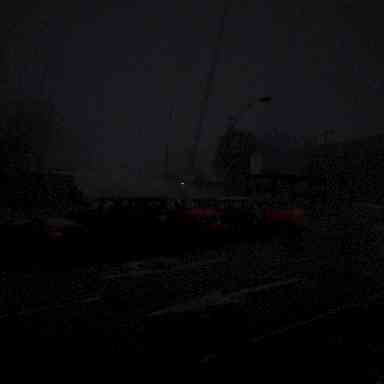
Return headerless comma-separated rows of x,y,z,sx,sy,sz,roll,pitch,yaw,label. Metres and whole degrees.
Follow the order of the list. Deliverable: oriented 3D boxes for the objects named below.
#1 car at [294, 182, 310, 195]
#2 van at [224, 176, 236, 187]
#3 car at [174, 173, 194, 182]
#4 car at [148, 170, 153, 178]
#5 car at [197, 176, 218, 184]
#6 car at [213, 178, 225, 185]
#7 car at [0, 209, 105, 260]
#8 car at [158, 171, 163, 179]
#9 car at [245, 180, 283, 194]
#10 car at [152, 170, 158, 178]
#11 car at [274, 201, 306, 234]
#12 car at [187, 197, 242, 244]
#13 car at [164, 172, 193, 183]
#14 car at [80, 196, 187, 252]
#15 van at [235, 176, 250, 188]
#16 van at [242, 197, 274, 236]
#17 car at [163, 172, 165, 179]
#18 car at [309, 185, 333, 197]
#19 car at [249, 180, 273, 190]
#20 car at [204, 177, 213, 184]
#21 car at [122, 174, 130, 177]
17.231,-0.588,50.345,2.435,2.045,5.566,7,3,35,car
8.487,-1.926,62.532,1.878,1.987,4.442,7,4,35,van
-1.820,-3.341,77.518,1.946,1.575,5.366,7,3,34,car
-9.002,-4.527,87.035,2.435,2.045,5.566,1,-1,34,car
3.312,-2.481,70.027,2.002,1.452,4.674,7,3,34,car
6.904,-1.976,65.258,1.946,1.575,5.366,7,3,35,car
-5.724,1.526,12.423,4.674,1.452,2.002,-1,0,35,car
-5.483,-4.015,82.230,2.185,1.767,4.553,6,3,33,car
9.960,-0.467,45.247,1.895,1.301,4.718,2,4,-36,car
-7.222,-4.250,84.694,2.185,1.767,4.553,4,1,33,car
4.141,1.340,19.339,4.553,1.767,2.185,-1,0,35,car
-0.796,1.224,15.902,5.566,2.045,2.435,-1,-1,35,car
-2.649,-2.542,62.820,2.128,1.511,4.902,2,4,-35,car
-3.303,1.230,14.189,5.566,2.045,2.435,-1,0,35,car
10.225,-1.653,60.067,1.878,1.987,4.442,7,4,35,van
1.737,1.244,17.580,4.442,1.987,1.878,-1,-1,35,van
-3.680,-3.863,79.771,2.435,2.045,5.566,7,4,34,car
18.932,-0.025,47.879,2.002,1.452,4.674,7,3,35,car
11.994,-1.154,57.712,2.231,1.521,4.892,7,3,35,car
5.064,-2.207,67.571,2.002,1.452,4.674,7,4,35,car
-18.384,-4.288,92.016,1.895,1.301,4.718,2,-3,-21,car
